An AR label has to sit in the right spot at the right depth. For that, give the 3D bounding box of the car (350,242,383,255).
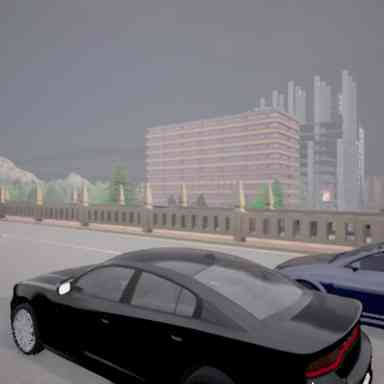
[{"bbox_3d":[3.493,1.585,5.884,4.181,1.385,1.994,0,0,35],"label":"car"}]

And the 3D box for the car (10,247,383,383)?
[{"bbox_3d":[-0.467,1.489,4.400,5.008,1.535,1.882,0,0,35],"label":"car"}]
